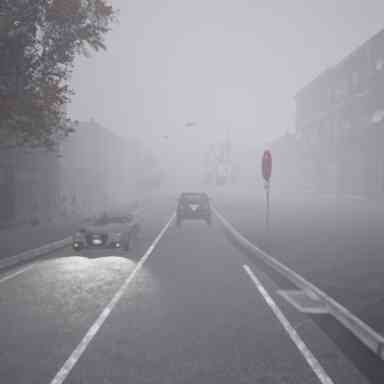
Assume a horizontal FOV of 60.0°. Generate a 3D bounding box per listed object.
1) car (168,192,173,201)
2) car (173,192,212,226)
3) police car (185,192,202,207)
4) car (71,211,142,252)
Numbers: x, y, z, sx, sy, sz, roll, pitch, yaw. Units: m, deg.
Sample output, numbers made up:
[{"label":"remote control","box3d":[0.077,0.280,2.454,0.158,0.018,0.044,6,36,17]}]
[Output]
[{"label":"car","box3d":[-2.852,0.754,54.624,2.033,1.411,5.357,0,1,1]},{"label":"car","box3d":[0.130,0.991,21.758,2.150,2.045,5.566,0,1,0]},{"label":"police car","box3d":[0.221,0.862,41.276,1.930,1.638,5.238,0,1,0]},{"label":"car","box3d":[-3.195,1.450,13.196,1.994,1.385,4.181,0,1,0]}]
